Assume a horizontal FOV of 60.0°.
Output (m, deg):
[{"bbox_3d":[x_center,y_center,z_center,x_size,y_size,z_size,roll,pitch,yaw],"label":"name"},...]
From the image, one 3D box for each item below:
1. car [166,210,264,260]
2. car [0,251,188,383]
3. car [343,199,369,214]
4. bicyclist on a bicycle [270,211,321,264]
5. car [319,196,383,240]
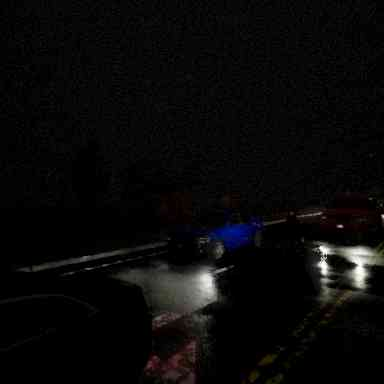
[{"bbox_3d":[1.070,1.478,12.797,1.882,1.535,5.008,0,0,36],"label":"car"},{"bbox_3d":[-2.318,1.492,2.398,2.128,1.511,4.902,0,0,33],"label":"car"},{"bbox_3d":[17.753,1.525,35.875,1.812,1.442,4.674,0,0,36],"label":"car"},{"bbox_3d":[3.271,1.454,10.643,1.656,1.620,0.582,-1,0,36],"label":"bicyclist on a bicycle"},{"bbox_3d":[8.455,1.223,17.443,2.150,2.045,5.566,0,0,37],"label":"car"}]
